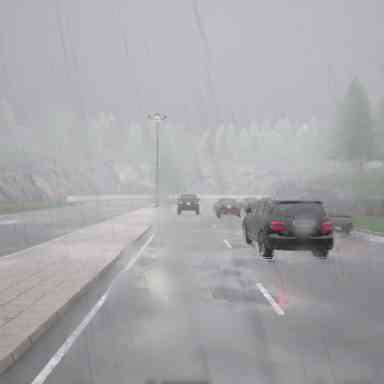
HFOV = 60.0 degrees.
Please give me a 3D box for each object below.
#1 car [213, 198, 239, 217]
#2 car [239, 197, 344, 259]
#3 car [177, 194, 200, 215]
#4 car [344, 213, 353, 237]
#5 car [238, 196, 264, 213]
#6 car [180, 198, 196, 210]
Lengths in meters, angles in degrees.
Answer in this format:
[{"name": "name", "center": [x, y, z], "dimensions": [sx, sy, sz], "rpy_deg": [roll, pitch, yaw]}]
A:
[{"name": "car", "center": [3.179, 1.351, 31.092], "dimensions": [2.097, 1.767, 4.553], "rpy_deg": [0, 0, -1]}, {"name": "car", "center": [3.415, 1.221, 12.811], "dimensions": [2.150, 2.045, 5.566], "rpy_deg": [0, 0, -1]}, {"name": "car", "center": [-0.367, 1.221, 34.337], "dimensions": [2.150, 2.045, 5.566], "rpy_deg": [0, 0, 0]}, {"name": "car", "center": [6.848, 1.491, 18.040], "dimensions": [2.128, 1.511, 4.902], "rpy_deg": [0, 0, -1]}, {"name": "car", "center": [6.597, 1.353, 37.547], "dimensions": [2.097, 1.767, 4.553], "rpy_deg": [0, 0, -1]}, {"name": "car", "center": [-0.485, 1.547, 44.520], "dimensions": [2.033, 1.411, 5.357], "rpy_deg": [0, 0, 0]}]
